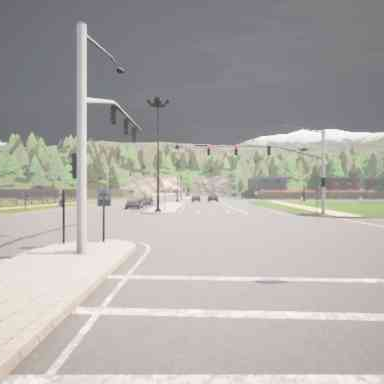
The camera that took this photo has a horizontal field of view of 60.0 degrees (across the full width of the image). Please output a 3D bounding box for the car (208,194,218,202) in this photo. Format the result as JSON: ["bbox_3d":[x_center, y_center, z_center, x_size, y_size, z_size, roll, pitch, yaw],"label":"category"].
[{"bbox_3d":[4.366,1.164,69.775,2.097,1.767,4.553,0,0,1],"label":"car"}]

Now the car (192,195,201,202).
[{"bbox_3d":[0.866,1.333,69.850,2.128,1.511,4.902,0,0,1],"label":"car"}]

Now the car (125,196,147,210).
[{"bbox_3d":[-7.577,1.510,44.005,1.812,1.442,4.674,0,0,0],"label":"car"}]

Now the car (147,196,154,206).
[{"bbox_3d":[-7.430,1.472,54.373,2.128,1.511,4.902,0,0,1],"label":"car"}]
